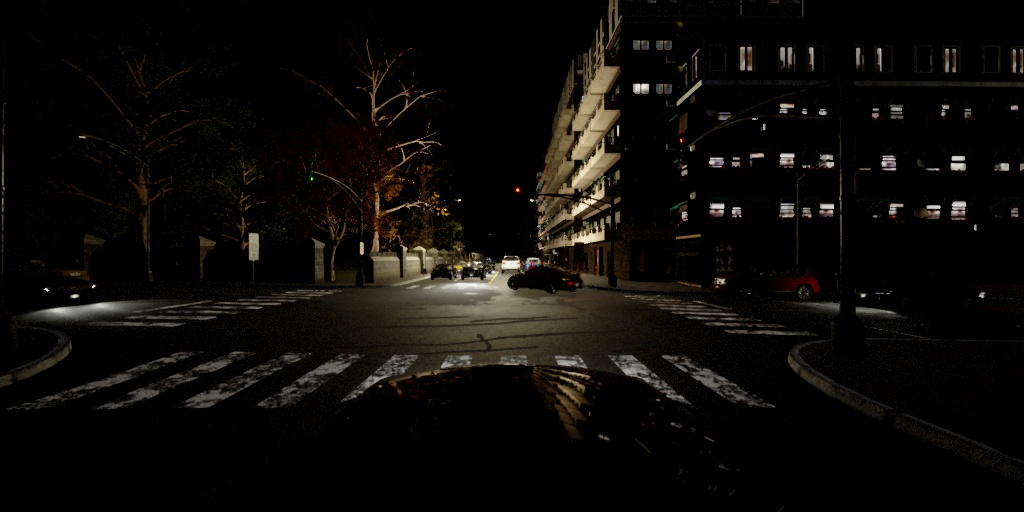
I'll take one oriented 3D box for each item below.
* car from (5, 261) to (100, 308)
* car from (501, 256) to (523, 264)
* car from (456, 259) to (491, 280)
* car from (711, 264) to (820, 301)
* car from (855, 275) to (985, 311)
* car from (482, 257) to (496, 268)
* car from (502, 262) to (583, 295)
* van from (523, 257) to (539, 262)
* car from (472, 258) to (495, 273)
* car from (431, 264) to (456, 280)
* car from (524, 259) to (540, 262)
[{"bbox_3d":[-18.225,0.996,12.736,5.357,1.411,2.033,1,0,-1],"label":"car"},{"bbox_3d":[-0.128,0.999,43.903,2.150,2.045,5.566,0,0,-1],"label":"car"},{"bbox_3d":[-3.250,1.255,31.066,2.128,1.511,4.902,0,0,0],"label":"car"},{"bbox_3d":[13.359,1.353,18.998,5.009,1.841,2.192,0,0,-1],"label":"car"},{"bbox_3d":[18.549,1.628,16.487,4.892,1.490,1.837,1,0,-1],"label":"car"},{"bbox_3d":[-3.357,1.278,51.776,2.128,1.511,4.902,0,0,0],"label":"car"},{"bbox_3d":[1.783,1.277,20.078,1.812,1.442,4.674,-1,1,-43],"label":"car"},{"bbox_3d":[2.472,1.115,42.541,1.690,1.789,3.998,0,0,0],"label":"van"},{"bbox_3d":[-3.307,1.278,41.364,1.837,1.490,4.892,0,0,0],"label":"car"},{"bbox_3d":[-5.847,1.329,31.235,1.948,1.339,4.313,0,0,0],"label":"car"},{"bbox_3d":[2.503,1.314,36.910,1.888,1.381,4.507,0,0,0],"label":"car"}]
